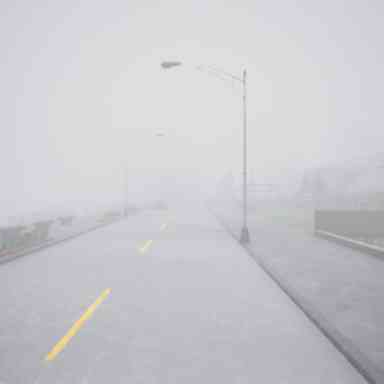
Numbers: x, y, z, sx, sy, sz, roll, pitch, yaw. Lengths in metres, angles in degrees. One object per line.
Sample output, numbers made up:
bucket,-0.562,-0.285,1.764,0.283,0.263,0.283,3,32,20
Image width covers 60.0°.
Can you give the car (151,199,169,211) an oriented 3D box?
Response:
car,-4.073,1.641,42.814,1.837,1.490,4.892,0,0,0
